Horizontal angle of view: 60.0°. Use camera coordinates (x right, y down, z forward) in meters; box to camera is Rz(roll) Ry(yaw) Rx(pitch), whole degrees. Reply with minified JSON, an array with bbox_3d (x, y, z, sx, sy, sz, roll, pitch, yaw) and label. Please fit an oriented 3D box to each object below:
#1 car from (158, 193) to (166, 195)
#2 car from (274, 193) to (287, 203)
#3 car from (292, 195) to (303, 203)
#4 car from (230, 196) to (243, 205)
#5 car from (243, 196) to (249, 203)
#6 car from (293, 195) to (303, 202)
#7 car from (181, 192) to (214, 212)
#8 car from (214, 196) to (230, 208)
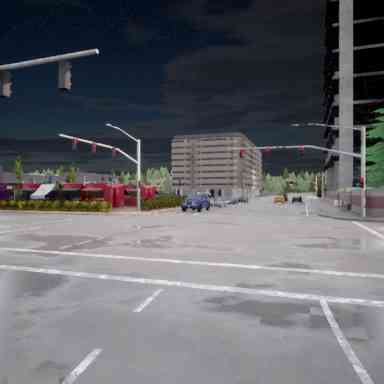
[{"bbox_3d":[-8.052,1.209,81.411,4.605,1.855,1.932,0,0,19],"label":"car"},{"bbox_3d":[18.161,1.478,68.999,1.882,1.535,5.008,0,0,19],"label":"car"},{"bbox_3d":[21.376,1.478,67.598,1.882,1.535,5.008,0,0,19],"label":"car"},{"bbox_3d":[6.807,1.491,57.658,2.128,1.511,4.902,0,0,19],"label":"car"},{"bbox_3d":[10.270,1.547,67.649,2.033,1.411,5.357,0,0,19],"label":"car"},{"bbox_3d":[24.658,1.525,77.345,2.128,1.511,4.902,0,0,19],"label":"car"},{"bbox_3d":[0.554,1.221,39.292,2.150,2.045,5.566,0,0,19],"label":"car"},{"bbox_3d":[3.693,1.601,48.537,1.895,1.301,4.718,0,0,19],"label":"car"}]
